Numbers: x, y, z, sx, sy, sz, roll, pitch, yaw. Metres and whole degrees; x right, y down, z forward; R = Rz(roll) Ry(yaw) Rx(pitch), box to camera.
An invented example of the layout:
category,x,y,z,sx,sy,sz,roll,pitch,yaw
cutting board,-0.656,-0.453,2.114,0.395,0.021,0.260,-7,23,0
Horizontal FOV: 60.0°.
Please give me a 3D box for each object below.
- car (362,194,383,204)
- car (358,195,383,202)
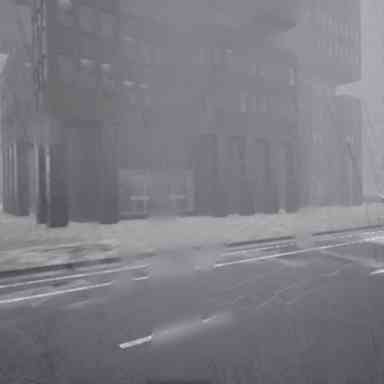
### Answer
category,x,y,z,sx,sy,sz,roll,pitch,yaw
car,33.680,1.257,60.624,2.192,1.841,5.009,-2,1,-36
car,37.472,1.388,69.992,1.802,1.307,4.206,-2,1,-36
